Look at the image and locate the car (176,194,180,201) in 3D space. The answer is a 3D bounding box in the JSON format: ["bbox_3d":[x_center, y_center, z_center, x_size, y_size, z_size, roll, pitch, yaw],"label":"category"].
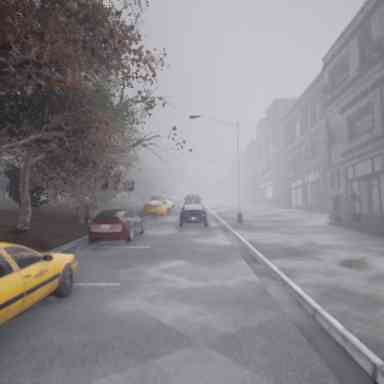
[{"bbox_3d":[-3.662,1.624,55.660,2.097,1.535,5.008,0,0,2],"label":"car"}]

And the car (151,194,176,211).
[{"bbox_3d":[-3.659,1.330,38.984,2.435,2.045,5.566,0,0,2],"label":"car"}]

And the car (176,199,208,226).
[{"bbox_3d":[0.098,1.546,23.952,1.882,1.535,5.008,0,0,0],"label":"car"}]

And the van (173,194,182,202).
[{"bbox_3d":[-3.662,1.488,83.635,1.878,1.987,4.442,0,0,2],"label":"van"}]

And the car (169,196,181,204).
[{"bbox_3d":[-3.664,1.717,72.374,2.002,1.452,4.674,0,0,2],"label":"car"}]

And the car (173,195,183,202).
[{"bbox_3d":[-3.668,1.605,89.058,2.185,1.767,4.553,0,0,2],"label":"car"}]

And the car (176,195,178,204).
[{"bbox_3d":[-3.654,1.606,50.280,1.946,1.575,5.366,0,0,2],"label":"car"}]

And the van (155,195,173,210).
[{"bbox_3d":[-3.656,1.369,44.642,1.878,1.987,4.442,0,0,2],"label":"van"}]

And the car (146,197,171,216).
[{"bbox_3d":[-3.658,1.569,33.379,2.097,1.535,5.008,0,0,2],"label":"car"}]

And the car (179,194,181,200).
[{"bbox_3d":[-3.665,1.534,66.775,2.185,1.767,4.553,0,0,2],"label":"car"}]

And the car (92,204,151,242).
[{"bbox_3d":[-3.655,1.560,16.701,2.163,1.488,4.792,0,0,2],"label":"car"}]

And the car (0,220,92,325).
[{"bbox_3d":[-3.647,1.496,5.715,1.946,1.575,5.366,0,0,2],"label":"car"}]

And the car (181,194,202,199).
[{"bbox_3d":[0.095,1.330,42.569,2.150,2.045,5.566,0,0,0],"label":"car"}]
